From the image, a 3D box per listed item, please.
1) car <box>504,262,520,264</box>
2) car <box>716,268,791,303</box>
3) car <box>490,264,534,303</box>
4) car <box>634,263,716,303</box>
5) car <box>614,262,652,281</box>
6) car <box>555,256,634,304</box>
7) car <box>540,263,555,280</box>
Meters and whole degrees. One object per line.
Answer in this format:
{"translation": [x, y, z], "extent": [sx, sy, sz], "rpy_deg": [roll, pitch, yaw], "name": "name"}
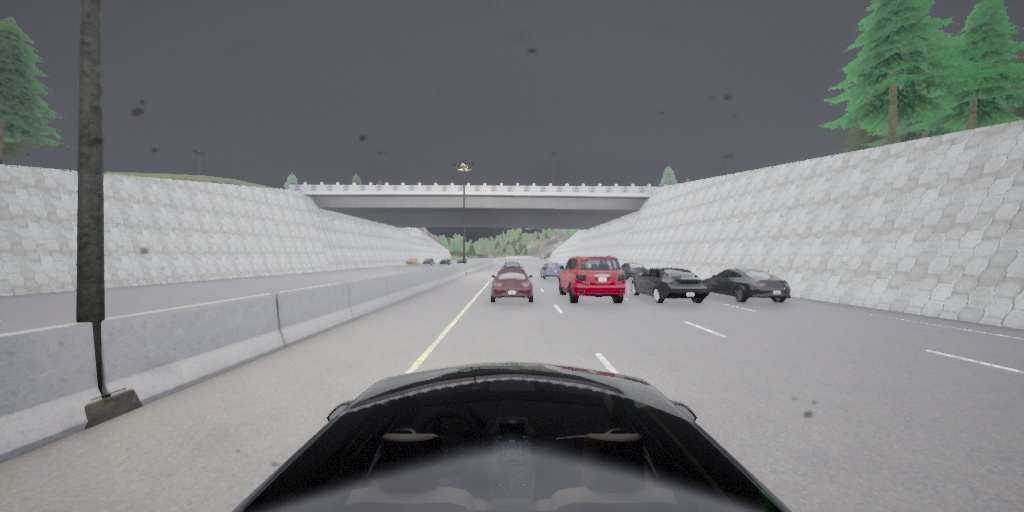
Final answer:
{"translation": [0.000, 1.264, 31.500], "extent": [1.837, 1.490, 4.892], "rpy_deg": [0, 0, 0], "name": "car"}
{"translation": [10.500, 1.280, 16.500], "extent": [1.812, 1.442, 4.674], "rpy_deg": [0, 0, 0], "name": "car"}
{"translation": [0.000, 1.280, 16.500], "extent": [1.812, 1.442, 4.674], "rpy_deg": [0, 0, 0], "name": "car"}
{"translation": [7.000, 1.264, 16.500], "extent": [1.837, 1.490, 4.892], "rpy_deg": [0, 0, 0], "name": "car"}
{"translation": [10.500, 1.281, 31.500], "extent": [1.812, 1.442, 4.674], "rpy_deg": [0, 0, 0], "name": "car"}
{"translation": [3.500, 1.005, 16.530], "extent": [2.150, 2.045, 5.566], "rpy_deg": [0, 0, 0], "name": "car"}
{"translation": [3.500, 1.311, 31.500], "extent": [2.033, 1.411, 5.357], "rpy_deg": [0, 0, 0], "name": "car"}
